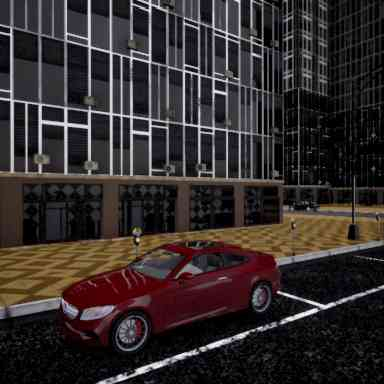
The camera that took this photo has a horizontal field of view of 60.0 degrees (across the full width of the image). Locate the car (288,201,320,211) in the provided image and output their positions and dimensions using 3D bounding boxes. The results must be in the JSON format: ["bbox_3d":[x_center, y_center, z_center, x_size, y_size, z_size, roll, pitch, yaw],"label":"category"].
[{"bbox_3d":[15.229,1.899,45.337,2.008,1.369,4.403,-1,0,-36],"label":"car"}]

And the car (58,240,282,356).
[{"bbox_3d":[-0.150,1.582,5.993,4.206,1.307,1.802,0,0,-36],"label":"car"}]
